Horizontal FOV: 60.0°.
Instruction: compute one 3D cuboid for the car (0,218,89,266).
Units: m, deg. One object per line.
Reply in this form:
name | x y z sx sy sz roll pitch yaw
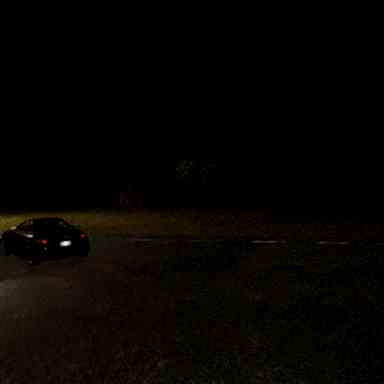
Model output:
car | -5.559 1.668 12.360 1.994 1.385 4.181 -3 2 -44
